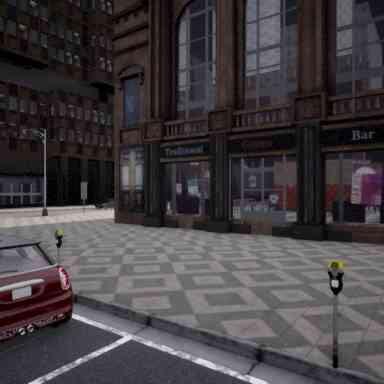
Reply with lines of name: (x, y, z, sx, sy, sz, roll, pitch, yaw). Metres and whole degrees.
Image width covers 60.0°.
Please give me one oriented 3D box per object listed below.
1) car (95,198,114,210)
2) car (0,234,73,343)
car: (-10.344, 1.494, 42.584, 1.994, 1.385, 4.181, 0, 0, 35)
car: (-3.963, 1.440, 5.792, 4.097, 1.590, 1.967, 0, 0, 36)
